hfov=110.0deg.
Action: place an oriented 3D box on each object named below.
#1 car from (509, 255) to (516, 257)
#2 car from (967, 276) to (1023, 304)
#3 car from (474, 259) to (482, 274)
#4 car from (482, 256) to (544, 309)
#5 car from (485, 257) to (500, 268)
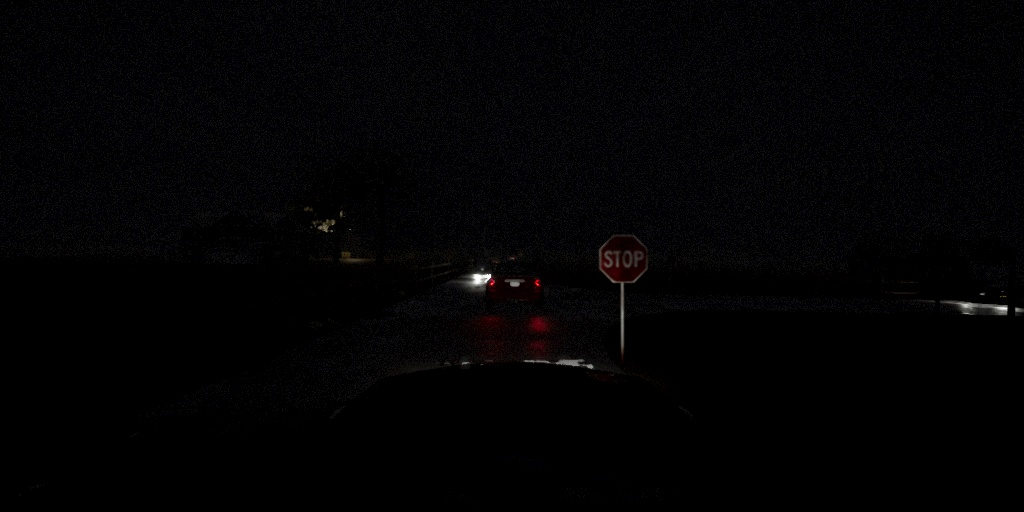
[{"bbox_3d":[0.019,0.900,62.116,2.128,1.511,4.902,0,0,0],"label":"car"},{"bbox_3d":[26.497,1.747,18.363,4.892,1.490,1.837,1,-1,0],"label":"car"},{"bbox_3d":[-2.836,1.005,36.889,2.128,1.511,4.902,0,0,0],"label":"car"},{"bbox_3d":[0.108,1.025,14.683,2.097,1.767,4.553,1,0,0],"label":"car"},{"bbox_3d":[-2.819,0.922,52.334,1.882,1.535,5.008,0,0,0],"label":"car"}]
